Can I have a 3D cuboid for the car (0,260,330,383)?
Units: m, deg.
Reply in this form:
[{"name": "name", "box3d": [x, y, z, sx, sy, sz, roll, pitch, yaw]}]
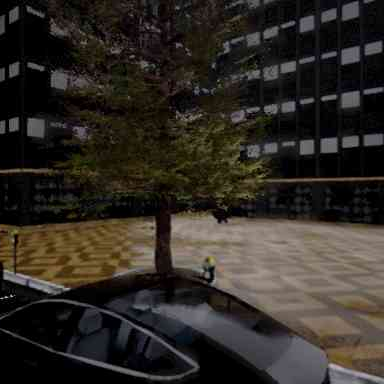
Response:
[{"name": "car", "box3d": [-0.838, 1.552, 3.437, 4.313, 1.339, 1.947, 0, 0, 36]}]
